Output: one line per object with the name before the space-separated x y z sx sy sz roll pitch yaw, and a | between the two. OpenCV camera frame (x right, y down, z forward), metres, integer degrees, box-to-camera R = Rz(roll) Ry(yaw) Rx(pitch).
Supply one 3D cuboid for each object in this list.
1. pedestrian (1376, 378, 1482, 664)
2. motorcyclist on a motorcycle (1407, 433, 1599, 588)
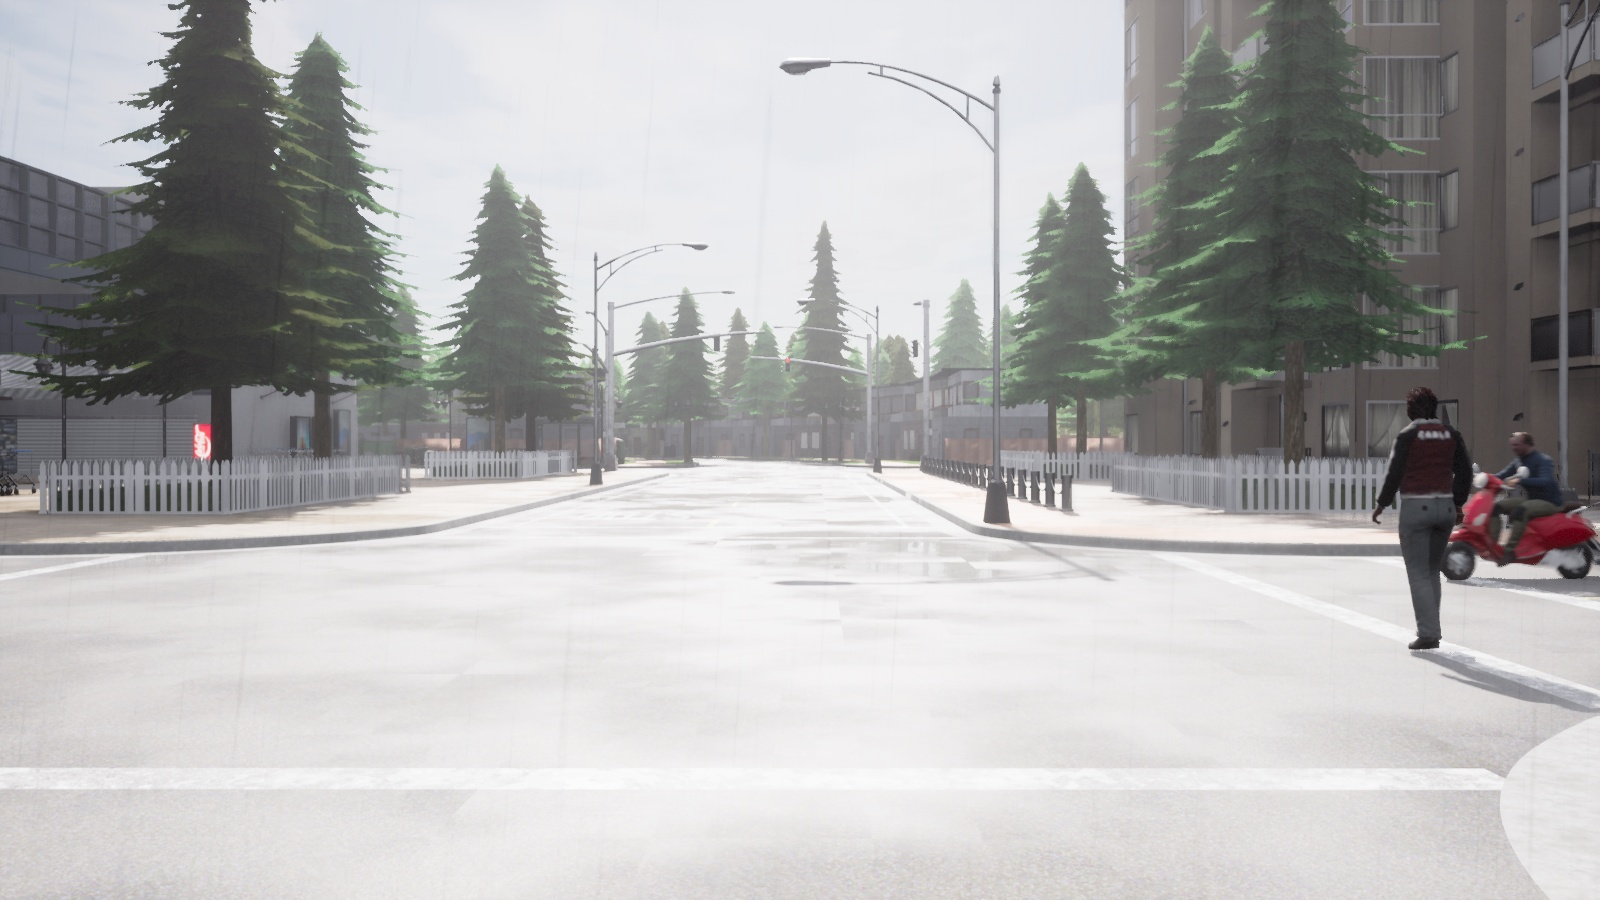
pedestrian | 4.405 0.480 8.819 0.402 1.930 0.666 0 0 0
motorcyclist on a motorcycle | 7.606 0.614 13.412 1.817 1.590 0.866 0 1 -5
